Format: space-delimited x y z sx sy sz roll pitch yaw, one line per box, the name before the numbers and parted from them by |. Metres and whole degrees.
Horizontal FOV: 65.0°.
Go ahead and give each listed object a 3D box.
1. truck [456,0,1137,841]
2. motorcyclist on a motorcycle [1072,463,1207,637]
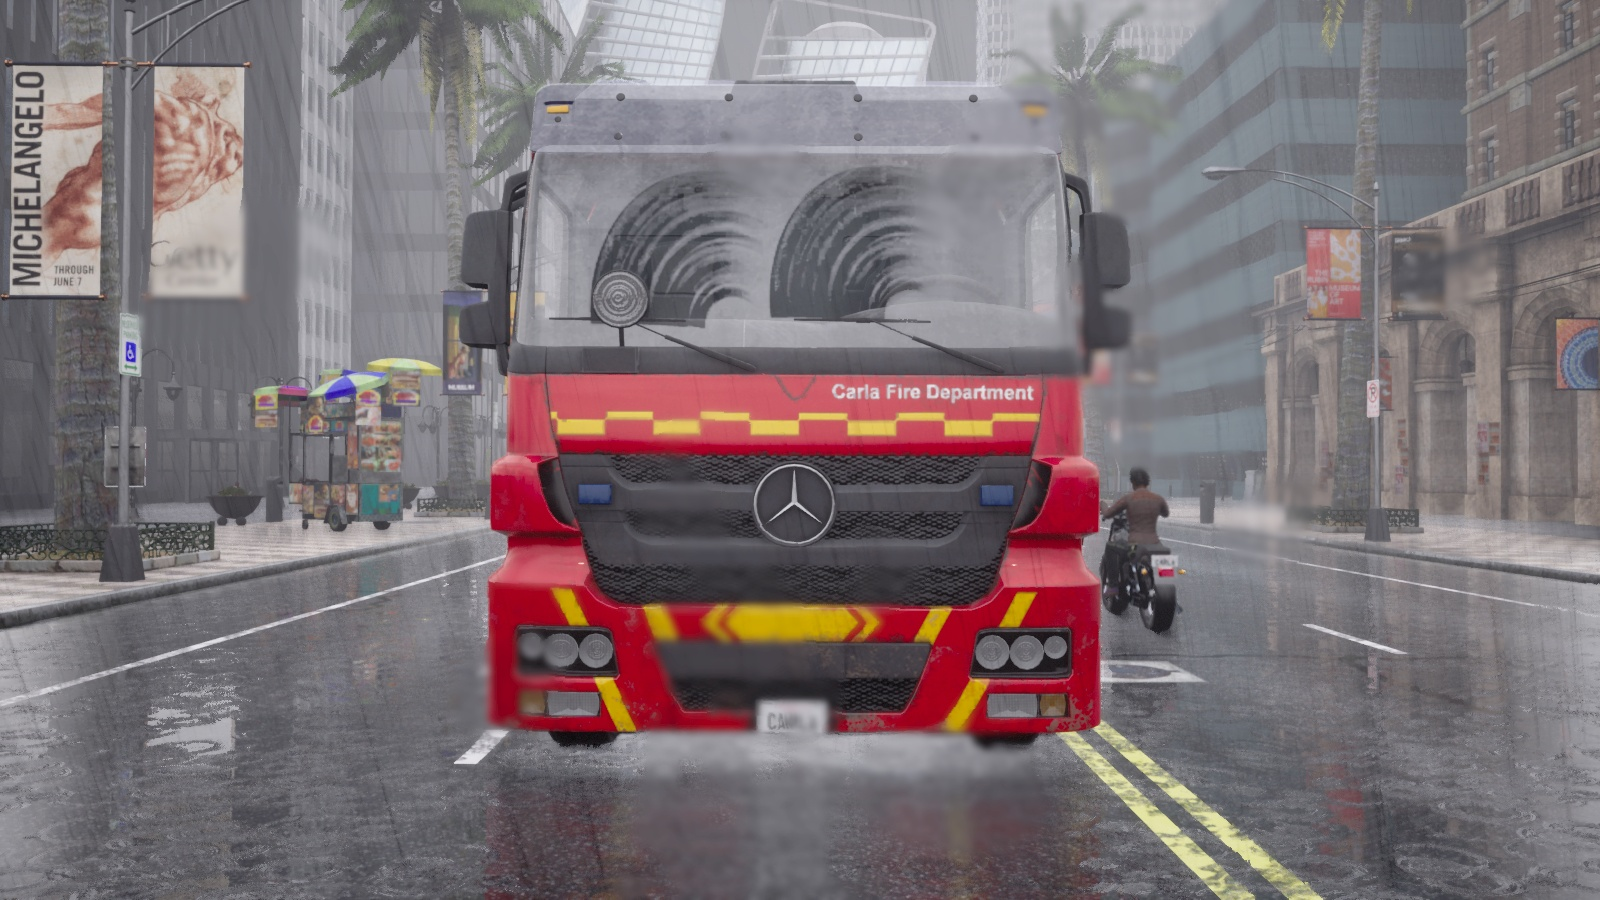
truck | -0.025 -0.189 9.594 2.891 3.827 8.468 0 -1 0
motorcyclist on a motorcycle | 3.482 0.971 13.118 0.766 1.649 2.350 0 -1 0
